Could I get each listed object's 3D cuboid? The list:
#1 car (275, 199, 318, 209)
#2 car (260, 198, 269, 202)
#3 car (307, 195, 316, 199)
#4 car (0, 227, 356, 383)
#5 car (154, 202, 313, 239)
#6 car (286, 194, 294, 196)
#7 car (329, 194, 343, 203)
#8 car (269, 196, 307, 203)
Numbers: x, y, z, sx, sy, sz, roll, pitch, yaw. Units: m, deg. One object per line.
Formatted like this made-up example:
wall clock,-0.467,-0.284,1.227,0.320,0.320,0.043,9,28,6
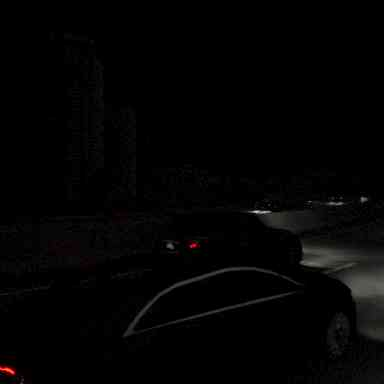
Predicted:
car,8.848,1.499,27.230,1.994,1.385,4.181,0,0,39
car,9.229,1.450,39.489,1.812,1.442,4.674,0,0,33
car,25.977,1.326,72.904,1.812,1.442,4.674,0,0,10
car,0.172,1.489,4.134,4.902,1.511,2.128,0,0,-37
car,1.116,1.340,9.368,4.553,1.767,2.097,0,0,-39
car,23.202,1.196,78.822,2.033,1.411,5.357,0,0,7
car,27.729,1.165,63.990,2.097,1.767,4.553,0,0,16
car,10.027,1.429,34.476,1.837,1.490,4.892,0,0,35
